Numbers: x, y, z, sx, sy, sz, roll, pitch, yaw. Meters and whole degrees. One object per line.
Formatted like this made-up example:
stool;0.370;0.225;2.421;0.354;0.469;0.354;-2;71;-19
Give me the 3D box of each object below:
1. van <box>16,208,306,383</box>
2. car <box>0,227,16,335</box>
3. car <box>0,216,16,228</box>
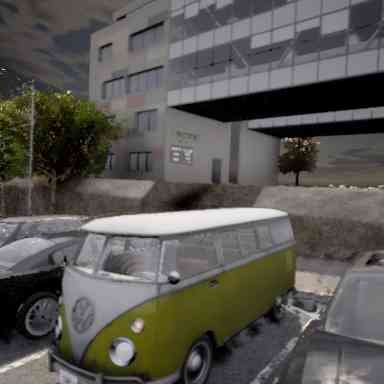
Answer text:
van;0.064;1.279;5.090;1.878;1.987;4.442;-1;0;35
car;-2.247;1.530;6.872;2.097;1.535;5.008;-1;0;35
car;-4.403;1.428;8.449;2.185;1.767;4.553;-1;0;35
